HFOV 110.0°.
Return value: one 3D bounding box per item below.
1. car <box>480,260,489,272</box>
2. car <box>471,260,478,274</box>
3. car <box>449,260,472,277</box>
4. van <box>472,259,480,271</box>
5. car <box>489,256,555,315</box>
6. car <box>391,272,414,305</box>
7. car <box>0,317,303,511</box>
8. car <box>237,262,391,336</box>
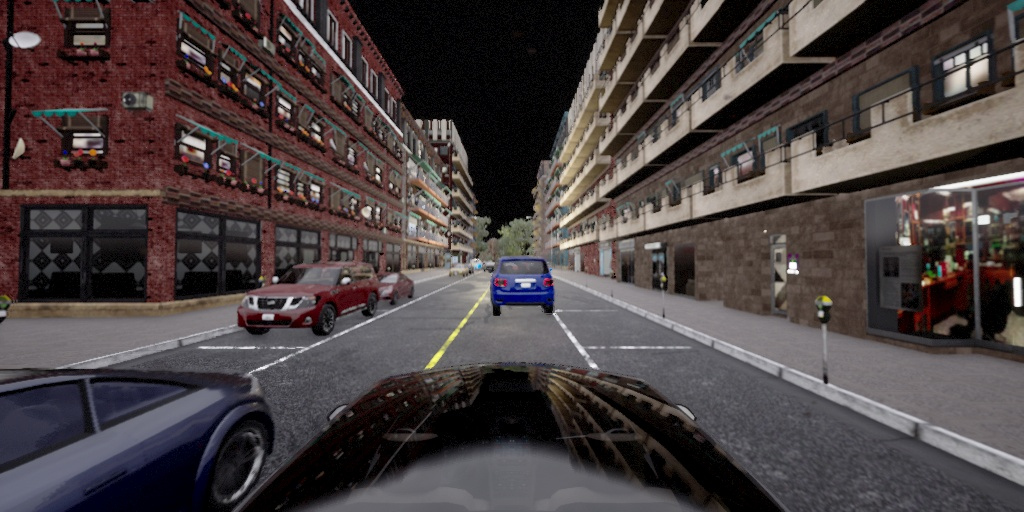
[{"bbox_3d":[-2.997,1.587,51.434,2.033,1.411,5.357,0,0,0],"label":"car"},{"bbox_3d":[-5.681,1.563,44.284,1.948,1.339,4.313,0,0,0],"label":"car"},{"bbox_3d":[-5.682,1.490,38.543,1.751,1.417,4.829,0,0,0],"label":"car"},{"bbox_3d":[-5.680,1.403,55.426,1.690,1.789,3.998,0,0,0],"label":"van"},{"bbox_3d":[0.273,1.043,14.167,2.150,2.045,5.566,0,0,-3],"label":"car"},{"bbox_3d":[-5.686,1.417,16.429,1.802,1.307,4.207,0,0,0],"label":"car"},{"bbox_3d":[-3.101,1.312,1.469,1.994,1.385,4.181,0,0,0],"label":"car"},{"bbox_3d":[-5.687,1.118,10.858,2.192,1.841,5.009,0,0,0],"label":"car"}]
